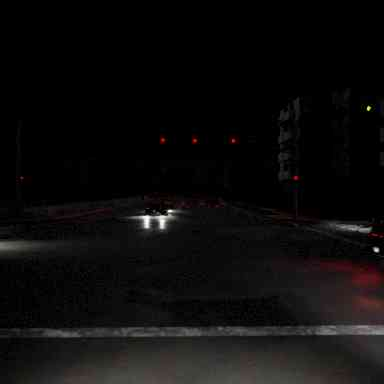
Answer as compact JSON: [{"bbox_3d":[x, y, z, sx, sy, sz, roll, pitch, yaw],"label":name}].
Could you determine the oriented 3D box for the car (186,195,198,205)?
[{"bbox_3d":[-0.009,1.350,58.091,2.097,1.767,4.553,0,0,0],"label":"car"}]

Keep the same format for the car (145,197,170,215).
[{"bbox_3d":[-3.588,1.524,33.930,1.812,1.442,4.674,0,0,0],"label":"car"}]

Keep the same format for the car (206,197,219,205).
[{"bbox_3d":[3.491,1.524,58.136,1.812,1.442,4.674,0,0,0],"label":"car"}]

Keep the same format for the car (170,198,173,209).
[{"bbox_3d":[-3.582,1.476,44.405,1.882,1.535,5.008,0,0,0],"label":"car"}]

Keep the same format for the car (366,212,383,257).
[{"bbox_3d":[8.011,1.504,10.209,4.892,1.490,1.837,0,0,-2],"label":"car"}]
